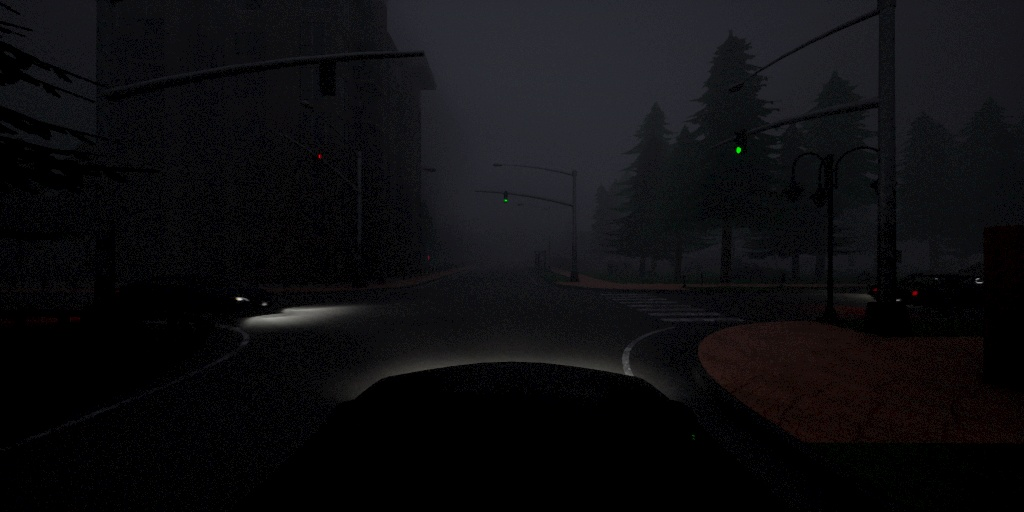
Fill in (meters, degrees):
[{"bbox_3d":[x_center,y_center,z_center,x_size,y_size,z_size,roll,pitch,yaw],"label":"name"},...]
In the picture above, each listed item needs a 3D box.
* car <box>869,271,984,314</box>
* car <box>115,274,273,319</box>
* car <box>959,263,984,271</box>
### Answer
[{"bbox_3d":[16.251,1.339,13.140,4.718,1.301,1.895,0,0,-2],"label":"car"},{"bbox_3d":[-10.894,1.344,12.364,4.674,1.442,1.812,1,0,-1],"label":"car"},{"bbox_3d":[22.855,1.088,16.873,4.553,1.767,2.097,0,0,-1],"label":"car"}]
